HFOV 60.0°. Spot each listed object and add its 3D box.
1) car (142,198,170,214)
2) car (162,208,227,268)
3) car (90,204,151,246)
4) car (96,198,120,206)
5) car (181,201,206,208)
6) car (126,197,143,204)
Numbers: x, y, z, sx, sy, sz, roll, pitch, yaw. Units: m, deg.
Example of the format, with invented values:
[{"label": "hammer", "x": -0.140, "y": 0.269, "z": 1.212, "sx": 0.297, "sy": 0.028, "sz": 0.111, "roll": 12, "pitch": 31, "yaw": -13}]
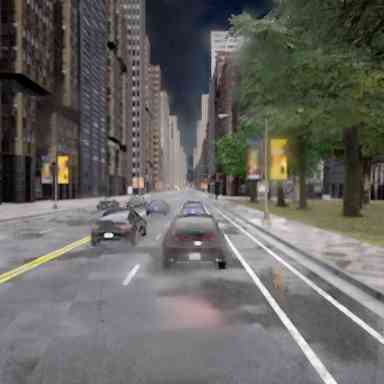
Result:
[{"label": "car", "x": -3.153, "y": 1.429, "z": 31.330, "sx": 1.994, "sy": 1.385, "sz": 4.181, "roll": 0, "pitch": 0, "yaw": 0}, {"label": "car", "x": 0.082, "y": 1.465, "z": 11.114, "sx": 1.837, "sy": 1.490, "sz": 4.892, "roll": 0, "pitch": -1, "yaw": 0}, {"label": "car", "x": -3.157, "y": 1.472, "z": 14.915, "sx": 1.812, "sy": 1.442, "sz": 4.674, "roll": 0, "pitch": 0, "yaw": 0}, {"label": "car", "x": -9.838, "y": 1.390, "z": 39.265, "sx": 1.994, "sy": 1.385, "sz": 4.181, "roll": 0, "pitch": 0, "yaw": 0}, {"label": "car", "x": 0.086, "y": 1.440, "z": 25.869, "sx": 2.033, "sy": 1.411, "sz": 5.357, "roll": 0, "pitch": 0, "yaw": 0}, {"label": "car", "x": -6.589, "y": 1.330, "z": 39.447, "sx": 1.837, "sy": 1.490, "sz": 4.892, "roll": 0, "pitch": 0, "yaw": 0}]
